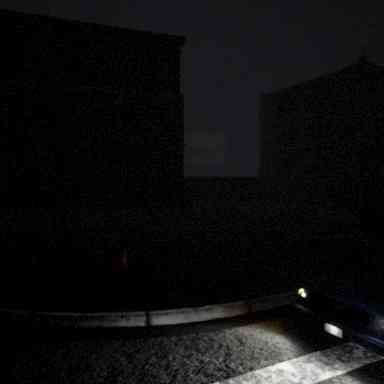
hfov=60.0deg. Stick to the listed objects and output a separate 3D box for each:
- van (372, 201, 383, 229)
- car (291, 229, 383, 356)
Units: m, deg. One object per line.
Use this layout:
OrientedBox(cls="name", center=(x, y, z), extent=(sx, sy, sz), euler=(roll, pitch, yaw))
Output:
OrientedBox(cls="van", center=(10.043, 1.329, 14.176), extent=(1.878, 1.987, 4.442), euler=(2, 0, -29))
OrientedBox(cls="car", center=(4.284, 1.505, 5.683), extent=(5.357, 1.411, 2.033), euler=(1, 1, -27))
